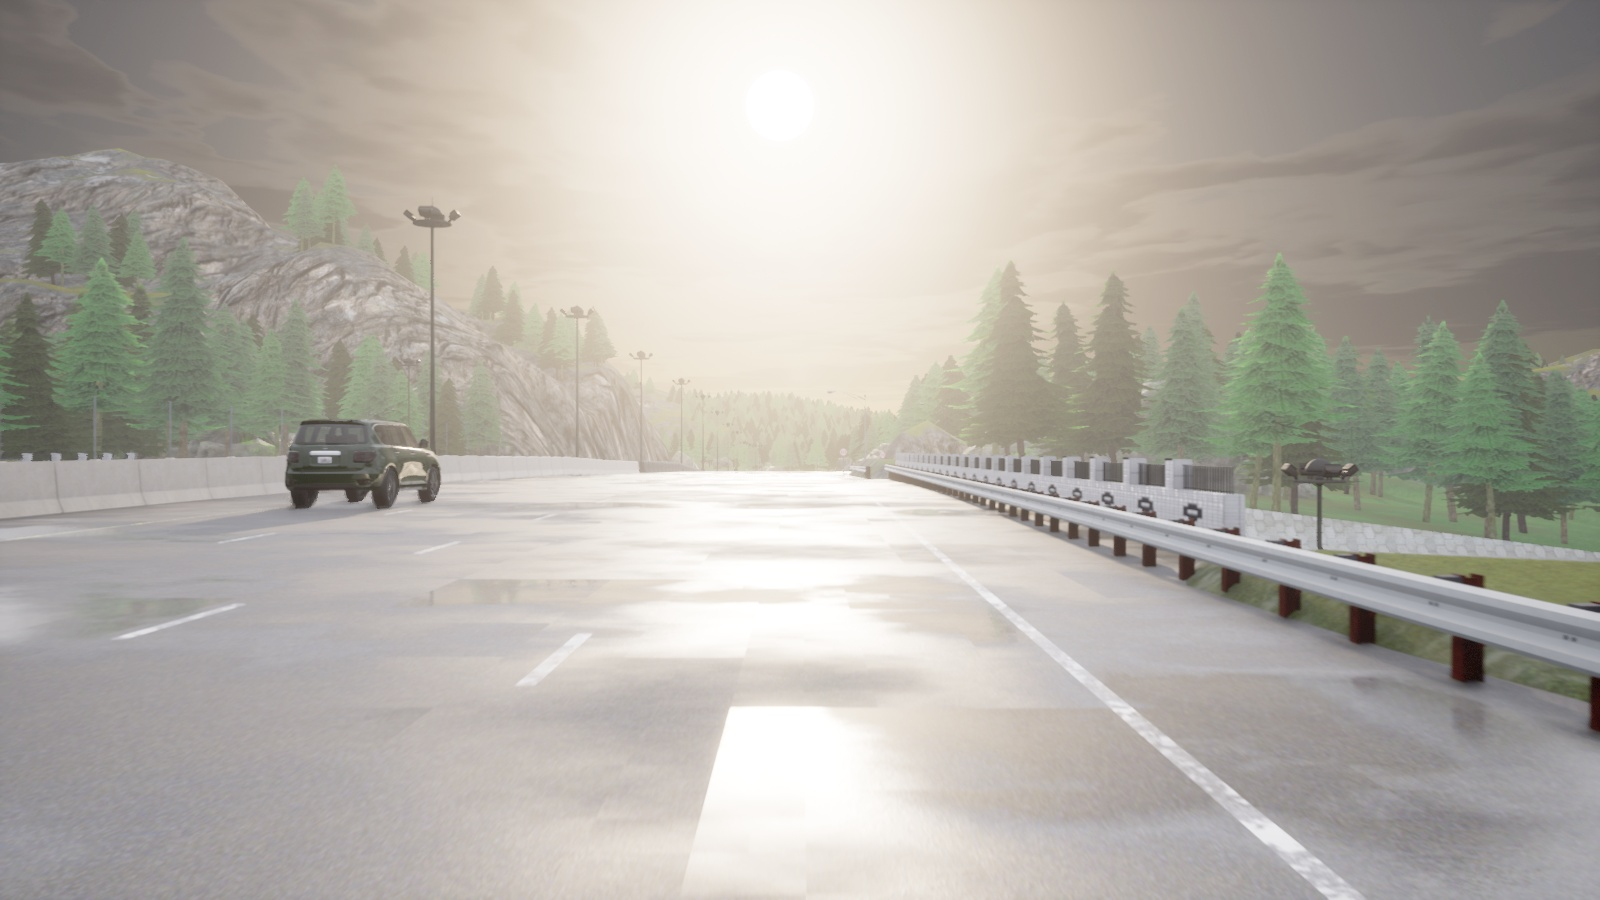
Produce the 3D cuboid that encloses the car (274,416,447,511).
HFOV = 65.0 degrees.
[{"bbox_3d":[-10.317,0.281,30.034,2.150,2.045,5.566,0,0,0],"label":"car"}]
